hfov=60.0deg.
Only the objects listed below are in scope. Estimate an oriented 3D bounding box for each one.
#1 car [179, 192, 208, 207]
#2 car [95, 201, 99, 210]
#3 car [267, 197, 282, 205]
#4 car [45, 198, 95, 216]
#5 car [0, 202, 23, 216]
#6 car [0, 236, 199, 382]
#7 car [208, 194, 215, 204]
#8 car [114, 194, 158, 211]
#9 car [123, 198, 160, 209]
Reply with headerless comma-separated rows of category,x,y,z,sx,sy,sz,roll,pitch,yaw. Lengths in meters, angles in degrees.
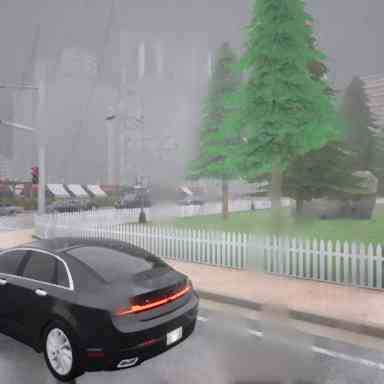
car,-0.042,1.351,50.382,2.097,1.767,4.553,0,0,34
car,-12.883,1.475,37.583,1.882,1.535,5.008,0,0,34
car,14.945,1.562,59.830,1.994,1.385,4.181,0,0,34
car,-12.325,1.489,32.136,2.128,1.511,4.902,0,0,34
car,-18.020,1.598,30.051,1.895,1.301,4.718,0,0,36
car,-2.178,1.504,5.481,4.892,1.490,1.837,0,0,36
car,2.317,1.510,60.048,1.837,1.490,4.892,0,0,34
car,-6.851,1.220,40.283,2.150,2.045,5.566,0,0,34
car,-6.973,1.545,46.375,2.033,1.411,5.357,0,0,34
